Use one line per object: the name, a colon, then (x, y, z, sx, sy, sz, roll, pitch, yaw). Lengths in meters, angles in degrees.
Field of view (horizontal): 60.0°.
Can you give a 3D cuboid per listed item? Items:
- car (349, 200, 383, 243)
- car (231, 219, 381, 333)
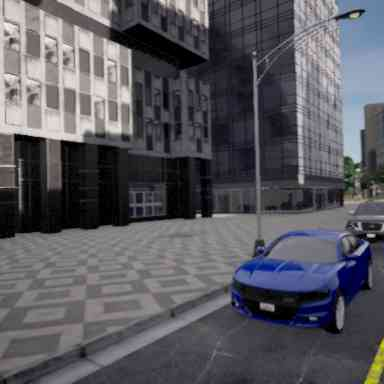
car: (8.806, 1.394, 15.463, 2.150, 2.045, 5.566, -2, -2, 37)
car: (2.680, 1.601, 7.384, 1.882, 1.535, 5.008, -2, -2, 36)
